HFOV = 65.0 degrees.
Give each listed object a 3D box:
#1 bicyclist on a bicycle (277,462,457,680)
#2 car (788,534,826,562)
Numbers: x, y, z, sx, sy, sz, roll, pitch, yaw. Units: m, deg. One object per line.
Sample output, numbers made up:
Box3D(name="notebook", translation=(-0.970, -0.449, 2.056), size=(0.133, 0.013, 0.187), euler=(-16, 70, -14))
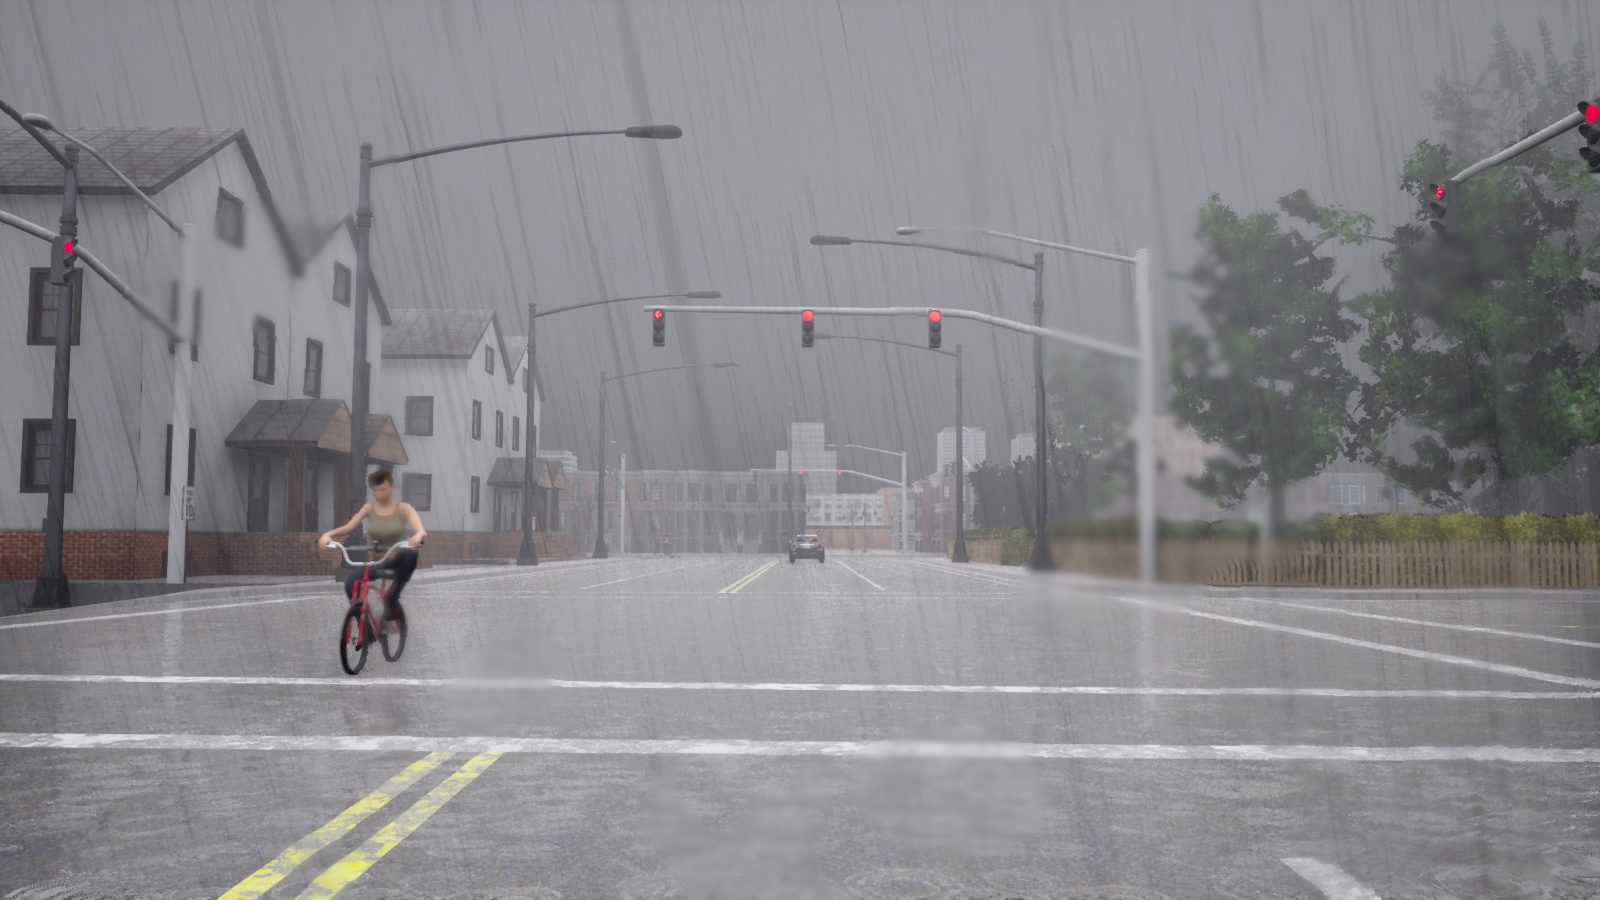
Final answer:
Box3D(name="bicyclist on a bicycle", translation=(-3.424, 0.950, 10.099), size=(0.866, 1.612, 1.509), euler=(1, -4, 0))
Box3D(name="car", translation=(0.371, 5.232, 67.110), size=(1.970, 1.475, 3.806), euler=(0, -4, 1))
